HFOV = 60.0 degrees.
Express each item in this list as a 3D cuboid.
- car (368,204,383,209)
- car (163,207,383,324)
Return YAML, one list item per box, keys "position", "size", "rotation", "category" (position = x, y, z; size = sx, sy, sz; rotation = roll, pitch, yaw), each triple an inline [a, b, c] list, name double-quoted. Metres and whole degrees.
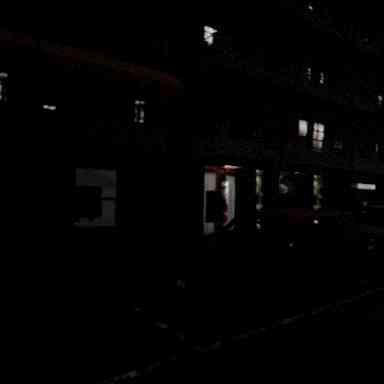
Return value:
- position: [6.352, 1.344, 10.604]
  size: [5.009, 1.841, 2.192]
  rotation: [0, 1, -35]
  category: "car"
- position: [1.851, 1.329, 7.392]
  size: [5.009, 1.841, 2.192]
  rotation: [0, 1, -35]
  category: "car"
